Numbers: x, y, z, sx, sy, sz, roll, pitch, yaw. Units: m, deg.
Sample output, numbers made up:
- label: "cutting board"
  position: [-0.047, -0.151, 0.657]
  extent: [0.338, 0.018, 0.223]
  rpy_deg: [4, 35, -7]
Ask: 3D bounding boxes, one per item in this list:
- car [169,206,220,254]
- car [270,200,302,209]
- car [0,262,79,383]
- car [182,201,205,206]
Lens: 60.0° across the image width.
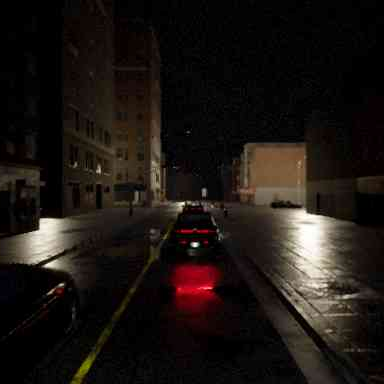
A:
- label: "car"
  position: [0.105, 1.540, 13.668]
  extent: [1.837, 1.490, 4.892]
  rpy_deg: [0, 0, 0]
- label: "car"
  position: [13.233, 1.815, 47.065]
  extent: [4.313, 1.339, 1.947]
  rpy_deg: [0, -1, 0]
- label: "car"
  position: [-2.848, 1.575, 3.814]
  extent: [1.994, 1.385, 4.181]
  rpy_deg: [0, 0, 0]
- label: "car"
  position: [0.106, 1.566, 28.989]
  extent: [2.128, 1.511, 4.902]
  rpy_deg: [0, 0, 0]
